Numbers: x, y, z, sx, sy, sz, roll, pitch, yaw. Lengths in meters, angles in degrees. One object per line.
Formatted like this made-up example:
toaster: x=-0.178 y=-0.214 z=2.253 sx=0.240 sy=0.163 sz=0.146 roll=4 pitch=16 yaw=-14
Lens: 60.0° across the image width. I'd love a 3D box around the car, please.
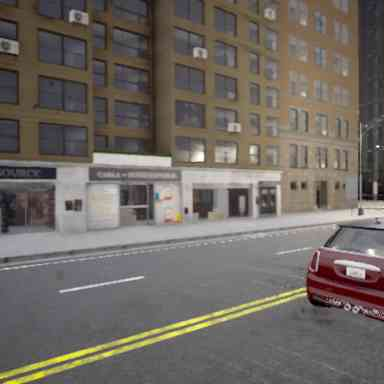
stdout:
car: x=4.336 y=1.288 z=6.534 sx=4.553 sy=1.767 sz=2.097 roll=-1 pitch=0 yaw=-36
